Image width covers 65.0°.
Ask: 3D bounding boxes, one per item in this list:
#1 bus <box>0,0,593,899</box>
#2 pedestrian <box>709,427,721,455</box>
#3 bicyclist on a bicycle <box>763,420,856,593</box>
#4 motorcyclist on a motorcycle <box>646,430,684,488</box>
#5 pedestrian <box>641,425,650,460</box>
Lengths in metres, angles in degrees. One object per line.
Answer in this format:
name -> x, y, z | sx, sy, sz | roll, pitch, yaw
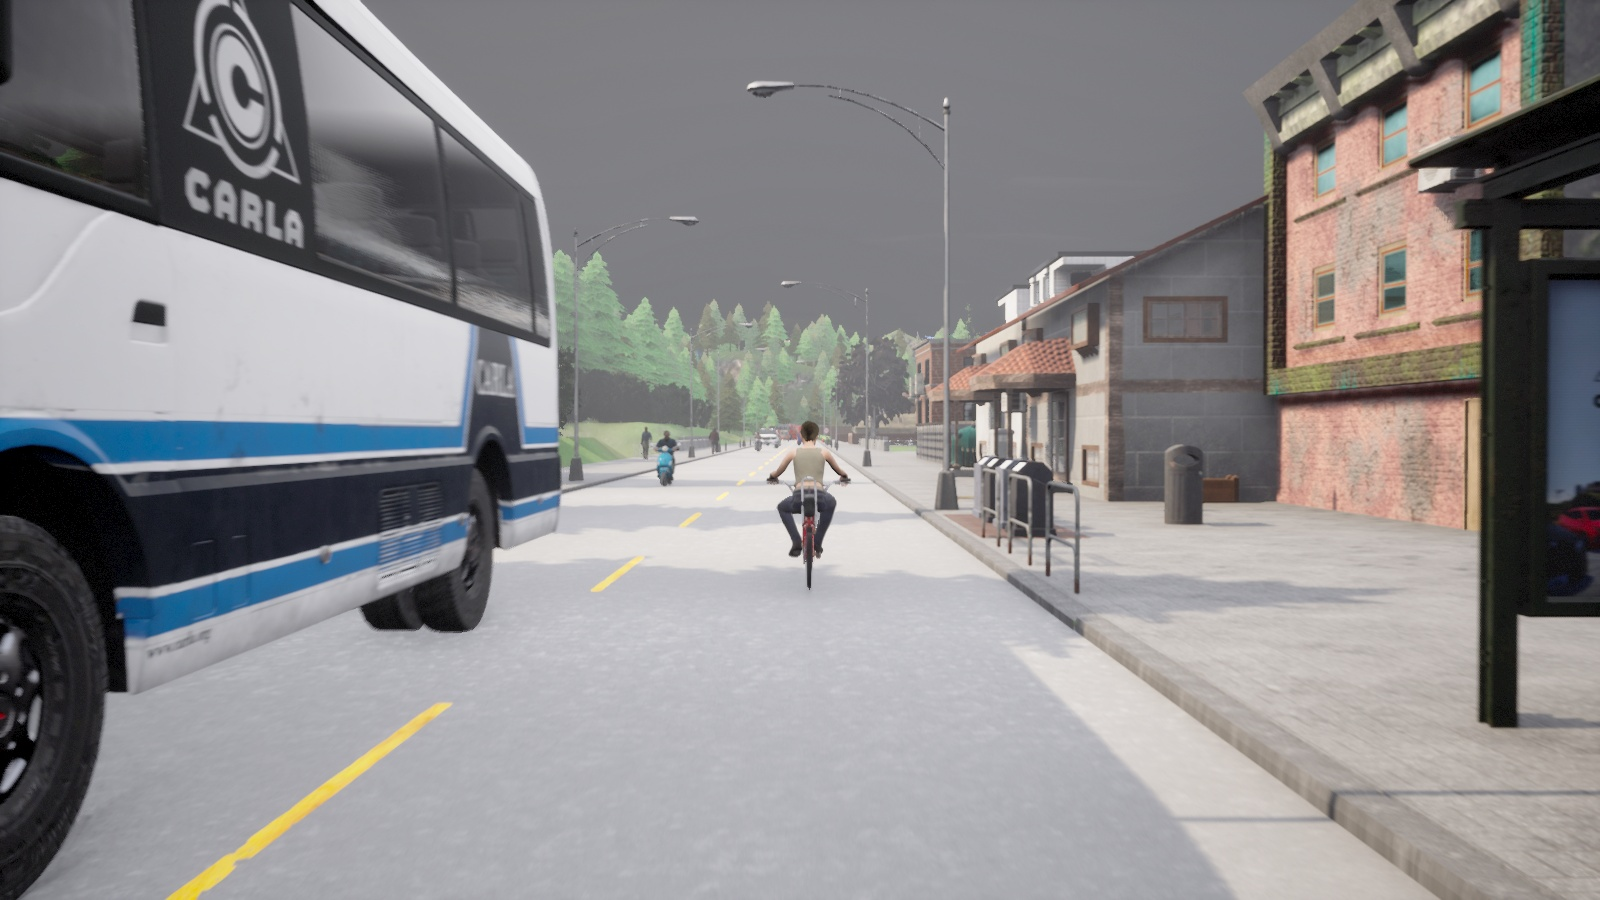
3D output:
bus -> -3.947, -0.720, 6.636 | 3.944, 4.253, 10.273 | 0, 1, 0
pedestrian -> -5.685, -0.624, 83.933 | 0.634, 1.844, 0.899 | 0, 1, 11
bicyclist on a bicycle -> 0.088, 0.522, 12.464 | 0.866, 1.612, 1.509 | 0, 1, 0
motorcyclist on a motorcycle -> -3.791, 0.241, 35.464 | 0.866, 1.590, 1.817 | 0, 1, 0
pedestrian -> -8.238, -0.409, 66.941 | 0.370, 1.835, 0.726 | 0, 1, 0
